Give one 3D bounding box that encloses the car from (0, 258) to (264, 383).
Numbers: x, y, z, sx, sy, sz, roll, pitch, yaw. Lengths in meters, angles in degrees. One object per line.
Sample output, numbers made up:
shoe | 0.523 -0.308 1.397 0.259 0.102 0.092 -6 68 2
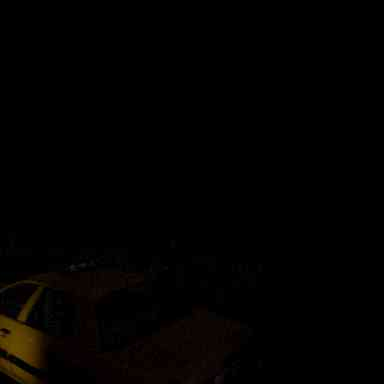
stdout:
car | -1.561 1.521 4.205 4.829 1.417 1.752 0 1 36
